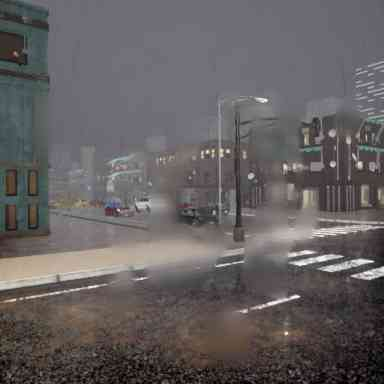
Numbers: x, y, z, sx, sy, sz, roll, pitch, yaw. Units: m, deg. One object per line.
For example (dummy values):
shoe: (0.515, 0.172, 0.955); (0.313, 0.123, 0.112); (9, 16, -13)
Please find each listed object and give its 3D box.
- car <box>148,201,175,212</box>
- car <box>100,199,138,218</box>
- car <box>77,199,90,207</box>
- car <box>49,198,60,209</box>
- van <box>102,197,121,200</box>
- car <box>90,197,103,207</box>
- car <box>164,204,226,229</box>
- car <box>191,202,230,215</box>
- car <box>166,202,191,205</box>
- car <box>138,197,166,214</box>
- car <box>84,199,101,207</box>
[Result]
car: (-4.176, 1.966, 44.872); (1.802, 1.307, 4.206); (-1, 0, -35)
car: (-7.820, 1.846, 35.510); (1.967, 1.590, 4.097); (-1, 0, -35)
car: (-21.649, 2.176, 65.080); (1.882, 1.535, 5.008); (-1, -1, -35)
car: (-23.711, 2.233, 57.960); (1.752, 1.417, 4.829); (-1, 0, -35)
van: (-13.777, 1.907, 58.425); (1.690, 1.788, 3.998); (-1, 0, -35)
car: (-16.976, 1.940, 62.942); (2.192, 1.841, 5.009); (-1, 0, -35)
car: (0.102, 1.814, 24.115); (1.947, 1.339, 4.313); (-1, 0, -35)
car: (2.219, 1.810, 35.837); (2.008, 1.369, 4.403); (-2, 0, -35)
car: (-0.979, 1.904, 40.355); (1.802, 1.307, 4.206); (-2, 0, -35)
car: (-5.348, 1.613, 42.055); (2.150, 2.045, 5.566); (-1, 0, -35)
car: (-20.169, 2.228, 67.460); (1.887, 1.381, 4.507); (-1, 0, -35)
